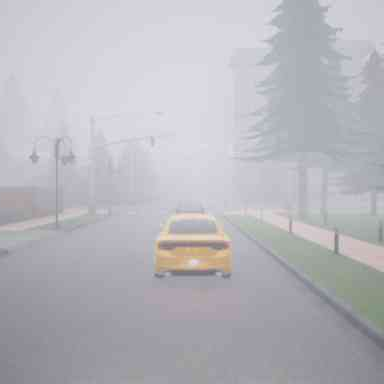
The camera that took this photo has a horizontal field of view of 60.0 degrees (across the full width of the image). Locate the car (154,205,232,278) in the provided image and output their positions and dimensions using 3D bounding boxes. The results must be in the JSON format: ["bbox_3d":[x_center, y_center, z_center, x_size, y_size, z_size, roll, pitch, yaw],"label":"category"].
[{"bbox_3d":[0.007,1.370,9.800,1.882,1.535,5.008,0,1,-1],"label":"car"}]
